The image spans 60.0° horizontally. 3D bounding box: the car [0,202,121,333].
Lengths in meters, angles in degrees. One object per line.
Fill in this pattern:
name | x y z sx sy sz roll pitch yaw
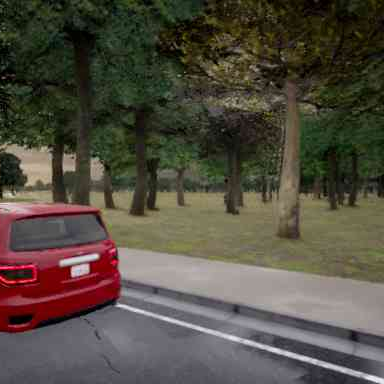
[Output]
car | -3.807 1.222 6.398 5.566 2.045 2.150 0 0 35
